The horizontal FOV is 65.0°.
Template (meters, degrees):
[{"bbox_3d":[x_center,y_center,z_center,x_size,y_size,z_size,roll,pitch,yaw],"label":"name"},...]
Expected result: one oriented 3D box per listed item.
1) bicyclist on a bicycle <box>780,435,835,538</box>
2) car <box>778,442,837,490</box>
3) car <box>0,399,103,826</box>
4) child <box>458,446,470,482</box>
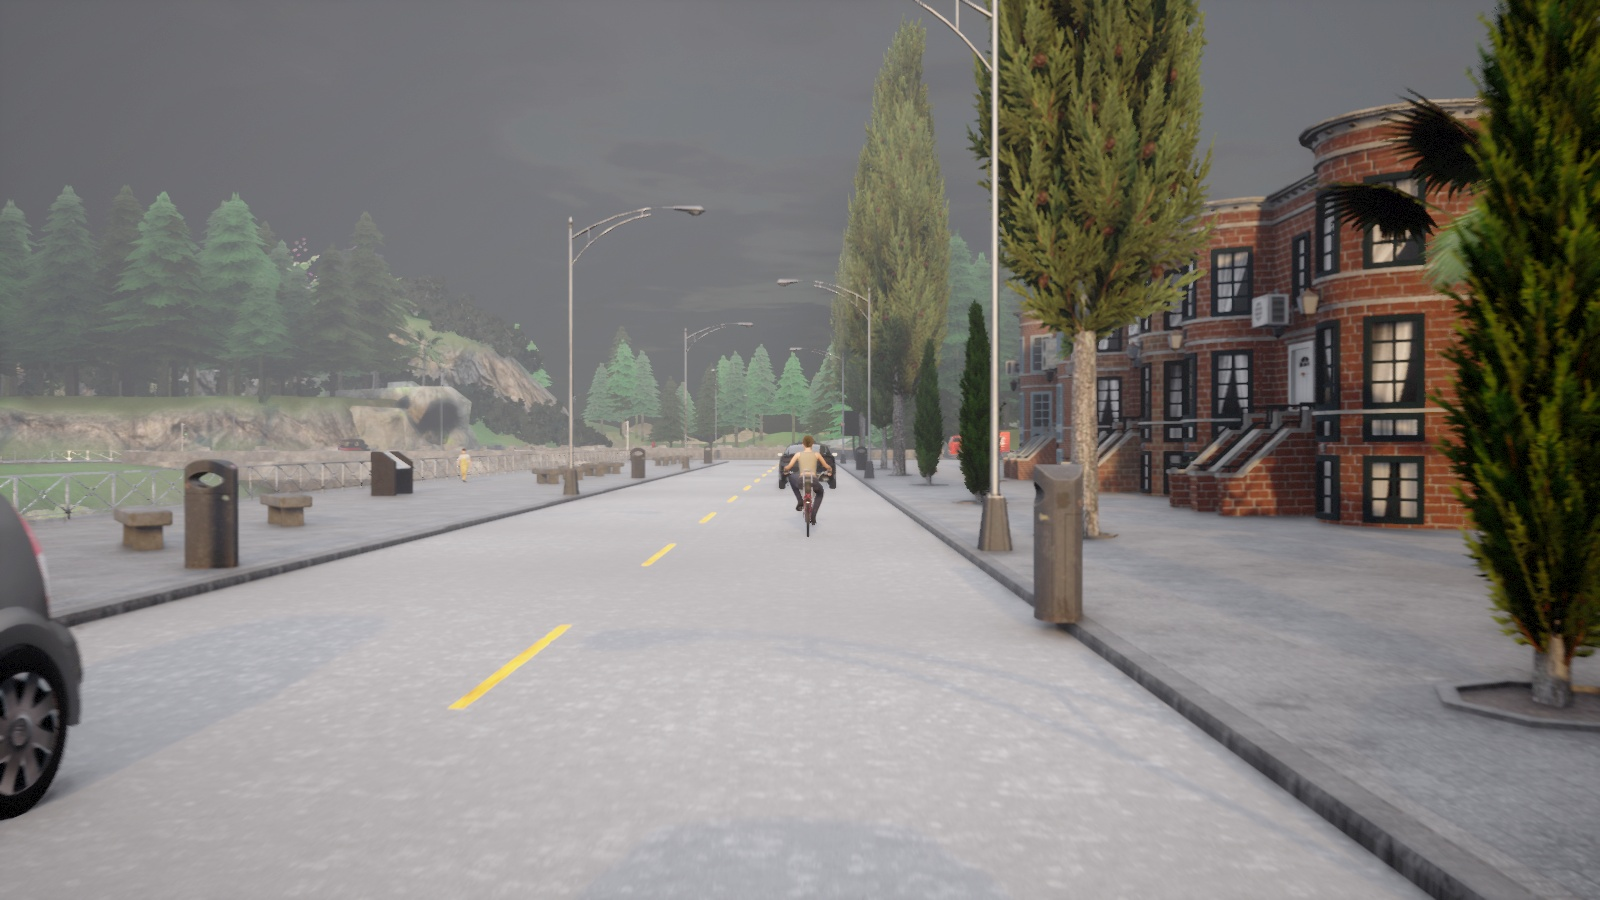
[{"bbox_3d":[0.129,0.568,20.503,0.866,1.612,1.509,0,0,0],"label":"bicyclist on a bicycle"},{"bbox_3d":[0.251,0.484,42.707,1.882,1.535,5.008,0,0,0],"label":"car"},{"bbox_3d":[-3.965,0.622,3.462,1.851,1.617,3.988,0,0,0],"label":"car"},{"bbox_3d":[-11.701,0.481,43.723,0.270,1.263,0.437,0,0,1],"label":"child"}]
